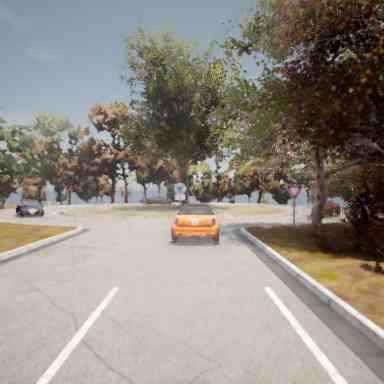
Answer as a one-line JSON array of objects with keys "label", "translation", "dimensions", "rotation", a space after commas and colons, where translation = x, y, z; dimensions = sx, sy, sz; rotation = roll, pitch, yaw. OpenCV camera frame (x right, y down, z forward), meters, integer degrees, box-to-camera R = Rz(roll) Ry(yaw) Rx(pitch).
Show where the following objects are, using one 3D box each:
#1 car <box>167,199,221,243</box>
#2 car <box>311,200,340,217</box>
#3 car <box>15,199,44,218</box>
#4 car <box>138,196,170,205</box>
[{"label": "car", "translation": [0.297, 1.315, 16.192], "dimensions": [2.097, 1.767, 4.553], "rotation": [0, 0, 5]}, {"label": "car", "translation": [12.258, 1.457, 30.473], "dimensions": [1.812, 1.442, 4.674], "rotation": [1, 1, 35]}, {"label": "car", "translation": [-14.463, 1.425, 29.478], "dimensions": [2.128, 1.511, 4.902], "rotation": [0, 0, -33]}, {"label": "car", "translation": [-6.001, 1.425, 54.224], "dimensions": [5.357, 1.411, 2.033], "rotation": [0, 0, -14]}]
